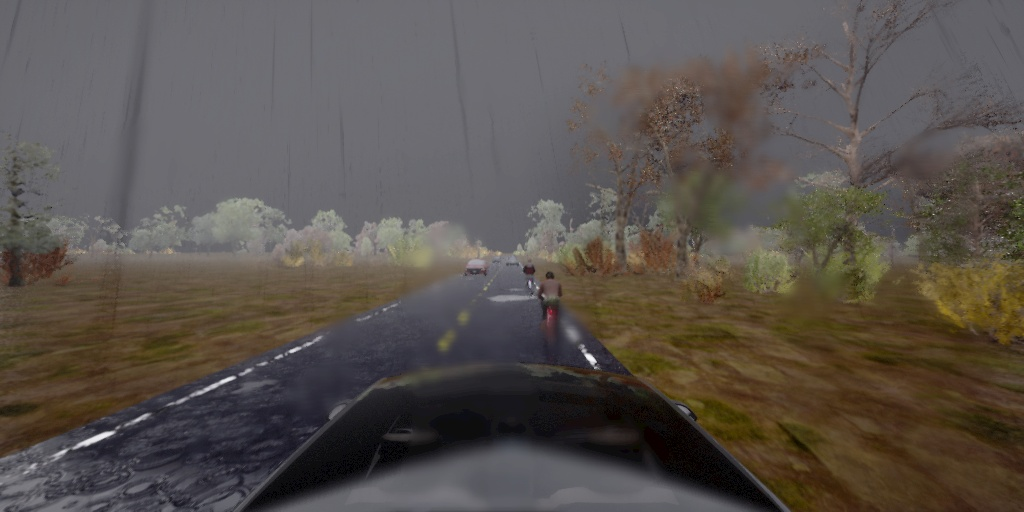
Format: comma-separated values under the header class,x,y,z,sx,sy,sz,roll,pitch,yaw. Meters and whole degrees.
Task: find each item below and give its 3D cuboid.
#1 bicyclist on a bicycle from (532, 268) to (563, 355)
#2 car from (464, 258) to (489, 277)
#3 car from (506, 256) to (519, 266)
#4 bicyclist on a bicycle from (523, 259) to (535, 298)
class,x,y,z,sx,sy,sz,roll,pitch,yaw
bicyclist on a bicycle,0.820,1.155,7.577,0.582,1.620,1.656,0,0,0
car,-3.102,0.978,32.239,1.882,1.535,5.008,0,0,0
car,0.084,0.856,57.580,1.994,1.385,4.181,0,1,0
bicyclist on a bicycle,0.812,0.996,16.651,0.659,1.776,1.843,-1,1,0
